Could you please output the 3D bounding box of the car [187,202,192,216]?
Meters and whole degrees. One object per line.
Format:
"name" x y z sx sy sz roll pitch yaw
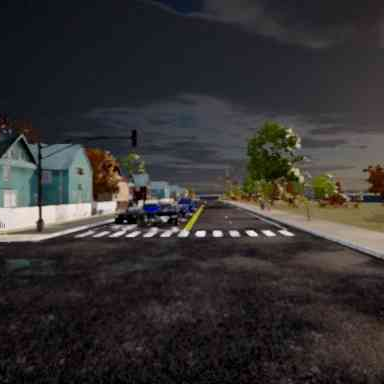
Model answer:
"car" -1.370 2.049 35.982 1.895 1.301 4.718 -1 -1 3

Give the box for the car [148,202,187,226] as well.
"car" -1.855 1.833 26.750 2.128 1.511 4.902 -1 -1 3

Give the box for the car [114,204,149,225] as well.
"car" -5.042 2.000 27.999 1.895 1.301 4.718 -1 -1 3

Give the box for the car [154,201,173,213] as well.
"car" -4.006 2.119 47.505 2.128 1.511 4.902 -1 -1 3

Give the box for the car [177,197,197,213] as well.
"car" -0.827 1.790 46.285 2.150 2.045 5.566 -1 -1 3
